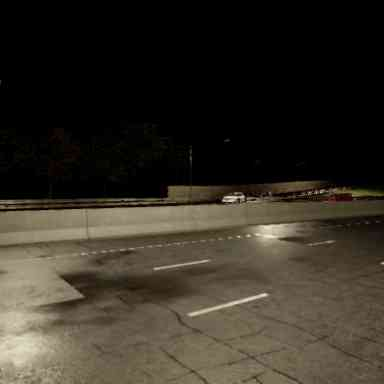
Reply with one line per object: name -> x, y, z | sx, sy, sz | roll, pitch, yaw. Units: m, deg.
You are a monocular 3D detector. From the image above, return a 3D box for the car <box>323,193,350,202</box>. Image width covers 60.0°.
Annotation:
car -> 22.127, 1.147, 50.215 | 5.566, 2.045, 2.150 | 0, 0, -35

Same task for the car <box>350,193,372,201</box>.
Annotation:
car -> 25.521, 1.289, 48.340 | 4.553, 1.767, 2.097 | 0, 0, -35

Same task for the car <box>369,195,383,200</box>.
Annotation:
car -> 26.146, 1.467, 44.497 | 4.674, 1.442, 1.812 | 0, 0, -35

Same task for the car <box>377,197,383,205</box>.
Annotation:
car -> 35.263, 1.558, 59.656 | 4.718, 1.301, 1.895 | 0, 0, -36

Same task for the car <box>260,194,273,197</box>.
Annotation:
car -> 16.475, 1.099, 73.000 | 1.895, 1.301, 4.718 | 0, 2, 35

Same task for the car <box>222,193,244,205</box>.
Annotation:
car -> 7.524, 1.167, 59.983 | 2.150, 2.045, 5.566 | 0, 1, 33
